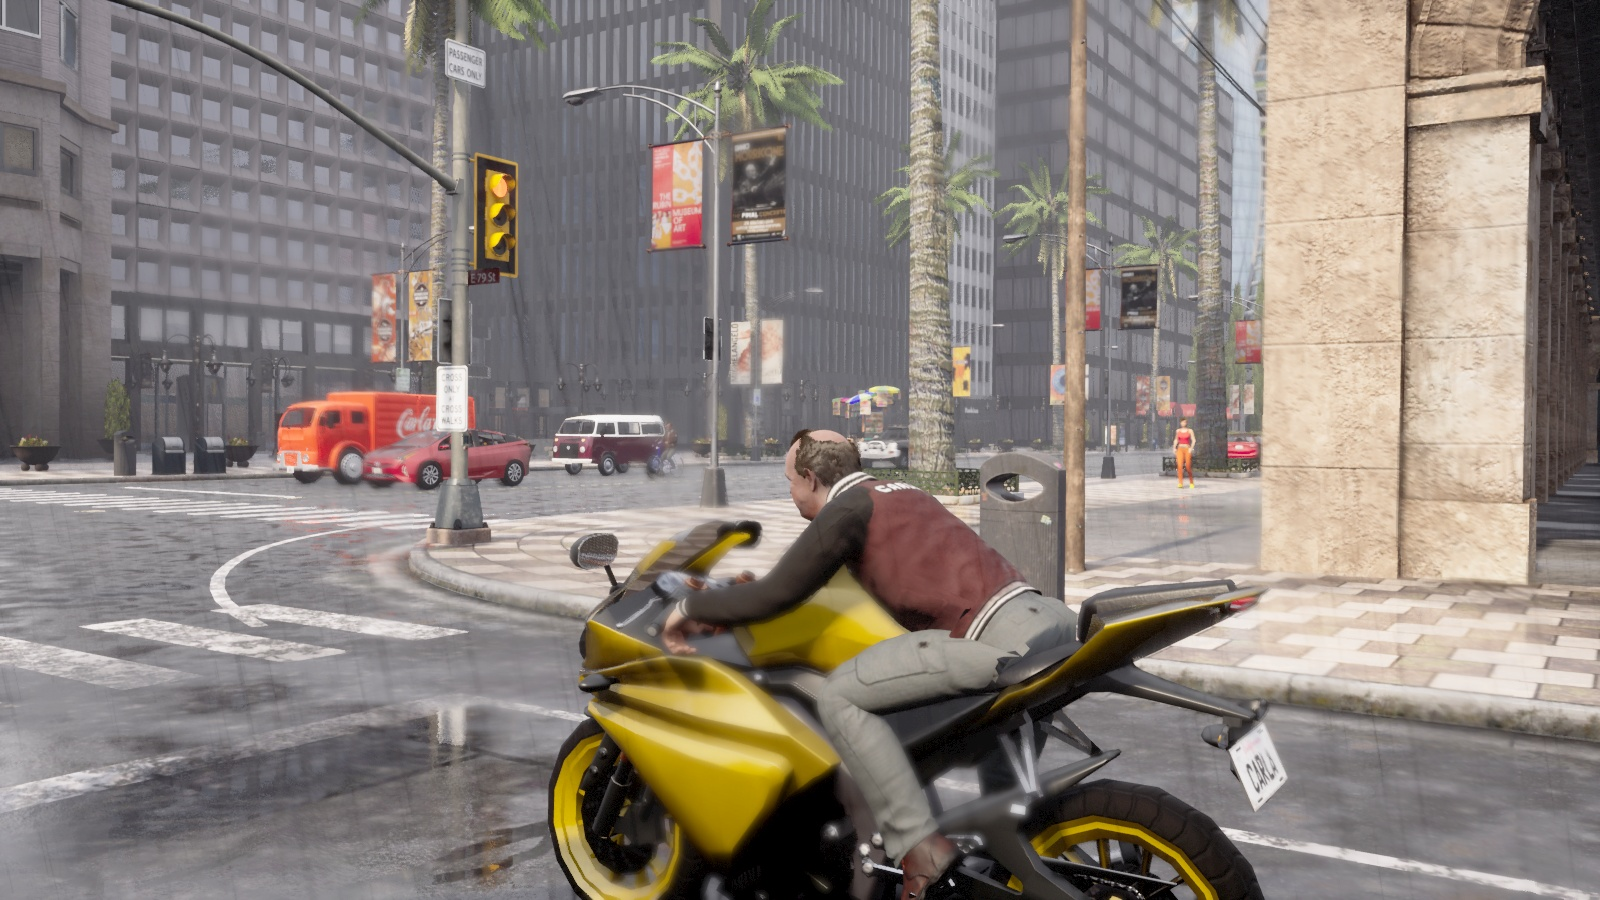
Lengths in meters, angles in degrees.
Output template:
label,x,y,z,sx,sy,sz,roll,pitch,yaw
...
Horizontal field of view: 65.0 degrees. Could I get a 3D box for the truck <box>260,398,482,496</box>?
label,x,y,z,sx,sy,sz,roll,pitch,yaw
truck,-11.689,-0.122,34.589,2.627,2.467,5.204,0,1,35

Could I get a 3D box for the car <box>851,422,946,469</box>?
label,x,y,z,sx,sy,sz,roll,pitch,yaw
car,4.168,-0.203,52.243,1.932,1.855,4.605,0,1,34

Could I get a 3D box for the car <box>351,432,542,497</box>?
label,x,y,z,sx,sy,sz,roll,pitch,yaw
car,-8.995,0.318,32.343,2.007,1.525,4.514,0,1,33

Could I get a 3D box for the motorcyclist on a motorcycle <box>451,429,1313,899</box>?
label,x,y,z,sx,sy,sz,roll,pitch,yaw
motorcyclist on a motorcycle,0.146,0.718,3.421,2.191,1.530,0.866,0,1,33

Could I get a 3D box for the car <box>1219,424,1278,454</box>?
label,x,y,z,sx,sy,sz,roll,pitch,yaw
car,26.312,-0.667,73.567,2.242,1.667,4.611,0,1,33

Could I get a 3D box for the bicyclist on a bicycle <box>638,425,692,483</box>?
label,x,y,z,sx,sy,sz,roll,pitch,yaw
bicyclist on a bicycle,-4.243,0.101,39.534,0.659,1.776,1.843,0,1,33

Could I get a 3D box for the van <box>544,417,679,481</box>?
label,x,y,z,sx,sy,sz,roll,pitch,yaw
van,-6.340,-0.071,42.710,2.069,2.038,4.480,0,1,33

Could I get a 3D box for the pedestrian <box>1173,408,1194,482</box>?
label,x,y,z,sx,sy,sz,roll,pitch,yaw
pedestrian,9.689,-0.133,31.708,0.345,1.836,0.594,0,1,33
